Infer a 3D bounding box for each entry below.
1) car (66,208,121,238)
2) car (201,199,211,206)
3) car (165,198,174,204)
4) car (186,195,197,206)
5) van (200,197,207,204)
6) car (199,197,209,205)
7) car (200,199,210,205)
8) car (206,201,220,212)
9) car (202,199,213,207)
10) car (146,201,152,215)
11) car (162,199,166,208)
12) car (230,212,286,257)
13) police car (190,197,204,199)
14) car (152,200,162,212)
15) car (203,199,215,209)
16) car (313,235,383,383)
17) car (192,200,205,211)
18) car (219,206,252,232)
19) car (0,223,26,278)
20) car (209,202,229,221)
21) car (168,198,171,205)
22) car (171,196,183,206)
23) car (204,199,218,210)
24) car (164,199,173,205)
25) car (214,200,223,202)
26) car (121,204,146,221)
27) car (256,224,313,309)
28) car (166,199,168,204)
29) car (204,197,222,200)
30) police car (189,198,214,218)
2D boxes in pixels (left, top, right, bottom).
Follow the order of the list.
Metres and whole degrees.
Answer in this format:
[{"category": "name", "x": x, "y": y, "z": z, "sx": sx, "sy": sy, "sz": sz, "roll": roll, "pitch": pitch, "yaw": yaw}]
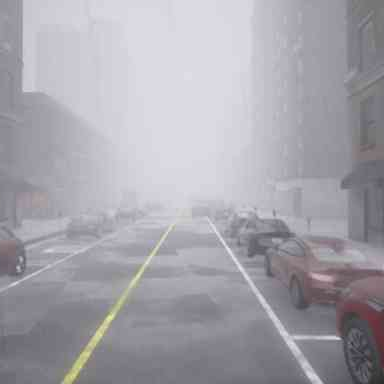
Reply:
[{"category": "car", "x": -5.664, "y": 1.728, "z": 18.778, "sx": 2.008, "sy": 1.369, "sz": 4.403, "roll": 0, "pitch": -1, "yaw": 0}, {"category": "car", "x": 2.873, "y": 2.185, "z": 68.509, "sx": 2.008, "sy": 1.369, "sz": 4.403, "roll": 0, "pitch": -1, "yaw": 0}, {"category": "car", "x": -5.649, "y": 2.226, "z": 85.077, "sx": 1.967, "sy": 1.590, "sz": 4.097, "roll": 0, "pitch": -1, "yaw": 0}, {"category": "car", "x": 0.015, "y": 1.715, "z": 70.293, "sx": 2.150, "sy": 2.045, "sz": 5.566, "roll": 0, "pitch": -1, "yaw": 0}, {"category": "van", "x": 2.877, "y": 2.127, "z": 85.081, "sx": 1.690, "sy": 1.788, "sz": 3.998, "roll": 0, "pitch": -1, "yaw": 0}, {"category": "car", "x": 2.876, "y": 2.050, "z": 79.558, "sx": 2.192, "sy": 1.841, "sz": 5.009, "roll": 0, "pitch": -1, "yaw": 0}, {"category": "car", "x": 2.874, "y": 2.250, "z": 74.032, "sx": 1.947, "sy": 1.339, "sz": 4.313, "roll": 0, "pitch": -1, "yaw": 0}, {"category": "car", "x": 2.868, "y": 1.959, "z": 46.586, "sx": 1.752, "sy": 1.417, "sz": 4.829, "roll": 0, "pitch": -1, "yaw": 0}, {"category": "car", "x": 2.872, "y": 2.134, "z": 62.986, "sx": 2.008, "sy": 1.369, "sz": 4.403, "roll": 0, "pitch": -1, "yaw": 0}, {"category": "car", "x": -5.660, "y": 1.912, "z": 35.352, "sx": 1.802, "sy": 1.307, "sz": 4.206, "roll": 0, "pitch": -1, "yaw": 0}, {"category": "car", "x": -5.657, "y": 2.048, "z": 51.927, "sx": 1.947, "sy": 1.339, "sz": 4.313, "roll": 0, "pitch": -1, "yaw": 0}, {"category": "car", "x": 2.861, "y": 1.692, "z": 13.275, "sx": 1.947, "sy": 1.339, "sz": 4.313, "roll": 0, "pitch": -1, "yaw": 0}, {"category": "police car", "x": 0.909, "y": 1.834, "z": 43.860, "sx": 1.930, "sy": 1.638, "sz": 5.238, "roll": 0, "pitch": -1, "yaw": 0}, {"category": "car", "x": -5.658, "y": 1.976, "z": 46.402, "sx": 1.887, "sy": 1.381, "sz": 4.507, "roll": 0, "pitch": -1, "yaw": 0}, {"category": "car", "x": 2.870, "y": 1.973, "z": 57.463, "sx": 1.967, "sy": 1.590, "sz": 4.097, "roll": 0, "pitch": -1, "yaw": 0}, {"category": "car", "x": 2.859, "y": 1.337, "z": 2.230, "sx": 2.192, "sy": 1.841, "sz": 5.009, "roll": 0, "pitch": -1, "yaw": 0}, {"category": "car", "x": 0.910, "y": 1.968, "z": 49.749, "sx": 1.837, "sy": 1.490, "sz": 4.892, "roll": 0, "pitch": -1, "yaw": 0}, {"category": "car", "x": 2.862, "y": 1.728, "z": 18.799, "sx": 2.008, "sy": 1.369, "sz": 4.403, "roll": 0, "pitch": -1, "yaw": 0}, {"category": "car", "x": -5.666, "y": 1.514, "z": 7.729, "sx": 1.967, "sy": 1.590, "sz": 4.097, "roll": 0, "pitch": -1, "yaw": 0}, {"category": "car", "x": 2.865, "y": 1.846, "z": 29.845, "sx": 1.947, "sy": 1.339, "sz": 4.313, "roll": 0, "pitch": -1, "yaw": 0}, {"category": "car", "x": -5.652, "y": 2.266, "z": 74.026, "sx": 1.802, "sy": 1.307, "sz": 4.206, "roll": 0, "pitch": -1, "yaw": 0}, {"category": "car", "x": -2.985, "y": 2.181, "z": 71.763, "sx": 1.812, "sy": 1.442, "sz": 4.674, "roll": 0, "pitch": -1, "yaw": 0}, {"category": "car", "x": 2.869, "y": 1.922, "z": 51.940, "sx": 1.967, "sy": 1.590, "sz": 4.097, "roll": 0, "pitch": -1, "yaw": 0}, {"category": "car", "x": -5.651, "y": 2.301, "z": 79.551, "sx": 1.947, "sy": 1.339, "sz": 4.313, "roll": 0, "pitch": -1, "yaw": 0}, {"category": "car", "x": 2.866, "y": 1.858, "z": 35.539, "sx": 1.752, "sy": 1.417, "sz": 4.829, "roll": 0, "pitch": -1, "yaw": 0}, {"category": "car", "x": -5.661, "y": 1.824, "z": 29.828, "sx": 1.887, "sy": 1.381, "sz": 4.507, "roll": 0, "pitch": -1, "yaw": 0}, {"category": "car", "x": 2.860, "y": 1.656, "z": 7.751, "sx": 1.802, "sy": 1.307, "sz": 4.206, "roll": 0, "pitch": -1, "yaw": 0}, {"category": "car", "x": -5.655, "y": 2.099, "z": 57.452, "sx": 1.947, "sy": 1.339, "sz": 4.313, "roll": 0, "pitch": -1, "yaw": 0}, {"category": "car", "x": 2.867, "y": 1.696, "z": 40.894, "sx": 2.192, "sy": 1.841, "sz": 5.009, "roll": 0, "pitch": -1, "yaw": 0}, {"category": "police car", "x": 0.907, "y": 1.743, "z": 33.861, "sx": 1.930, "sy": 1.638, "sz": 5.238, "roll": 0, "pitch": -1, "yaw": 0}]
